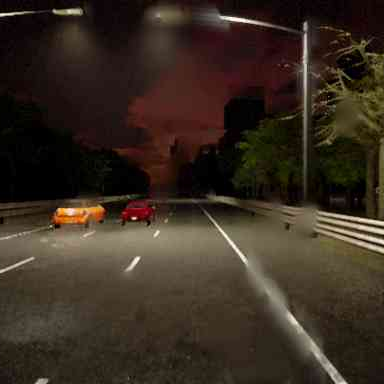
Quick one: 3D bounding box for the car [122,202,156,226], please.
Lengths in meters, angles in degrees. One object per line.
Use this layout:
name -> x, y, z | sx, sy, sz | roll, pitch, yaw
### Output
car -> -3.564, 1.431, 22.636 | 1.812, 1.442, 4.674 | 0, 0, -1

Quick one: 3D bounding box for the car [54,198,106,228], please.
car -> -7.037, 1.264, 21.308 | 2.097, 1.767, 4.553 | 0, 0, -1
